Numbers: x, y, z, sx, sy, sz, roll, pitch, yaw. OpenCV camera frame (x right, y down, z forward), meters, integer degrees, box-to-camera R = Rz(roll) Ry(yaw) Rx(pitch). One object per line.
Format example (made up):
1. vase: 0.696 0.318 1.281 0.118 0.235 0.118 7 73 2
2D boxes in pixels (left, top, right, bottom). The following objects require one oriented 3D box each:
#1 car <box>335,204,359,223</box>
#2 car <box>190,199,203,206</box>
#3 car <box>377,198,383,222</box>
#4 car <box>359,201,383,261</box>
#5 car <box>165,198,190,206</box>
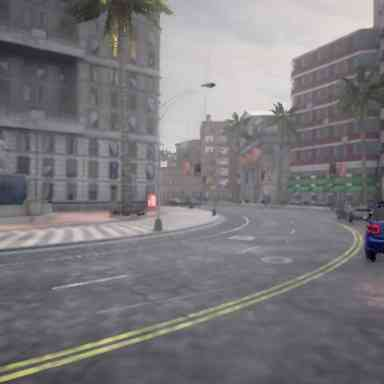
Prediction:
1. car: 13.513 1.762 27.818 2.128 1.511 4.902 0 0 7
2. car: 0.342 1.932 63.082 1.994 1.385 4.181 1 0 -31
3. car: 16.856 1.512 26.240 2.150 2.045 5.566 0 0 9
4. car: 7.810 1.358 12.292 2.150 2.045 5.566 0 0 33
5. car: -3.138 1.882 62.100 2.033 1.411 5.357 1 0 -31
